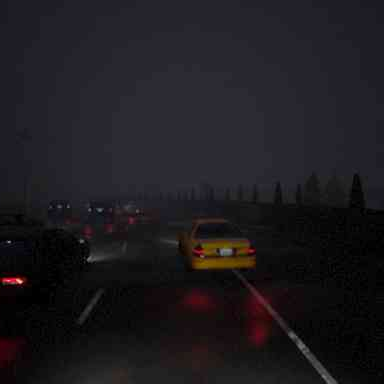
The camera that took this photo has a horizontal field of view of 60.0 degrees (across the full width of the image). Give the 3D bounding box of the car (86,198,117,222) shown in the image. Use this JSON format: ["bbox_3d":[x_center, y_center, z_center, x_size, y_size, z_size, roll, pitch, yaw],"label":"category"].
[{"bbox_3d":[-7.543,1.446,27.293,2.097,1.767,4.553,0,0,-15],"label":"car"}]

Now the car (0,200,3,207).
[{"bbox_3d":[-31.834,1.753,53.749,2.033,1.411,5.357,0,0,-35],"label":"car"}]

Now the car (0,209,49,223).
[{"bbox_3d":[-8.392,1.660,15.438,1.895,1.301,4.718,0,0,-9],"label":"car"}]

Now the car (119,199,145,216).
[{"bbox_3d":[-6.045,1.639,34.327,1.812,1.442,4.674,0,0,-20],"label":"car"}]

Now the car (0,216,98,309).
[{"bbox_3d":[-3.904,1.578,8.102,2.033,1.411,5.357,0,0,-5],"label":"car"}]

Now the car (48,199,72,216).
[{"bbox_3d":[-13.042,1.470,32.928,2.097,1.767,4.553,0,0,-20],"label":"car"}]

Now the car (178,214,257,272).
[{"bbox_3d":[0.575,1.489,10.882,1.801,1.575,5.366,0,0,-6],"label":"car"}]

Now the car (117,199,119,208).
[{"bbox_3d":[-10.925,1.660,46.158,1.837,1.490,4.892,0,0,-27],"label":"car"}]
